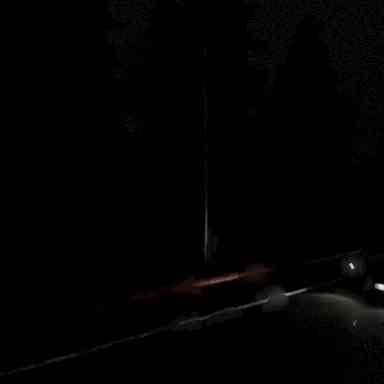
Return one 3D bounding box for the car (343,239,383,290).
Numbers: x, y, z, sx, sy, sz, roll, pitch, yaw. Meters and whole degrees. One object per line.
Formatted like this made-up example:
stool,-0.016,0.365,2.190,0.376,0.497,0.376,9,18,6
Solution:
car,6.051,1.582,8.434,5.357,1.411,2.033,0,0,-36
